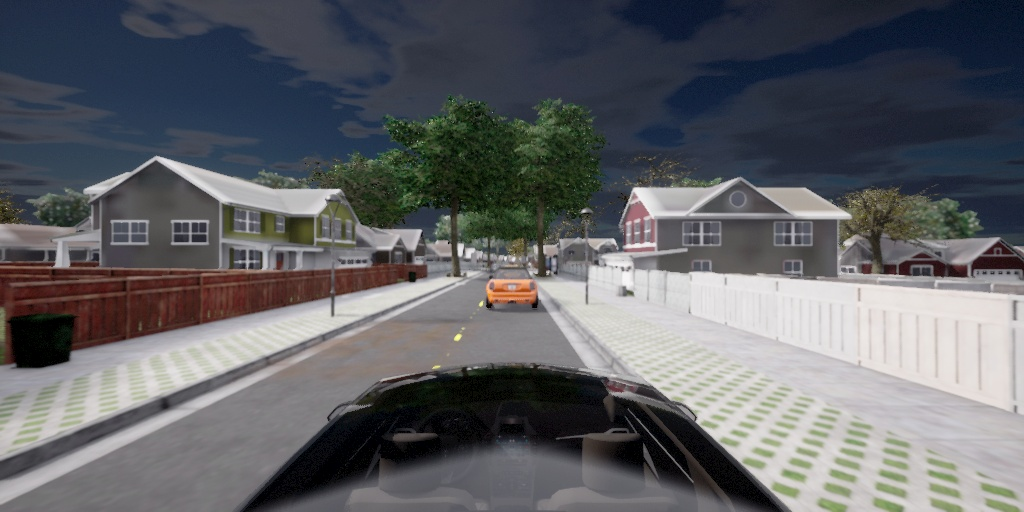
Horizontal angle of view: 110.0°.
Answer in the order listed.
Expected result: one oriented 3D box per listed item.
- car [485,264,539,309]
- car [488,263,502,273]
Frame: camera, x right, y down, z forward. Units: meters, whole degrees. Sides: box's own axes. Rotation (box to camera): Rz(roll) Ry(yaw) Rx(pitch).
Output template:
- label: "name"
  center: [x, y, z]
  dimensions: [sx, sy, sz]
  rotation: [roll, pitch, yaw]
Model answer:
- label: "car"
  center: [0.004, 1.249, 15.914]
  dimensions: [2.097, 1.767, 4.553]
  rotation: [0, -1, 0]
- label: "car"
  center: [-2.743, 2.014, 60.173]
  dimensions: [2.128, 1.511, 4.902]
  rotation: [0, -1, 0]
